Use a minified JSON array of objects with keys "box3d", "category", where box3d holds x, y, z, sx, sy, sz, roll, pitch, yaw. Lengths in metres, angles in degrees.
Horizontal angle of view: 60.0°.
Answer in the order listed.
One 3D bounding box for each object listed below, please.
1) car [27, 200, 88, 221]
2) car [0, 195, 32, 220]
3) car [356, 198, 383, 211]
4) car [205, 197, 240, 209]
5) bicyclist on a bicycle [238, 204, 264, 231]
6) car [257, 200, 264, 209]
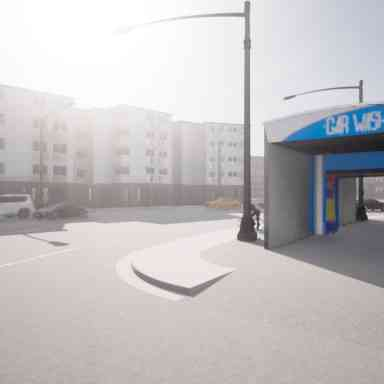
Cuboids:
[{"box3d":[-10.597,1.564,26.928,1.994,1.385,4.181,0,0,37],"category":"car"},{"box3d":[-15.359,1.223,26.305,2.150,2.045,5.566,0,0,33],"category":"car"},{"box3d":[21.028,1.505,39.618,4.892,1.490,1.837,0,0,-18],"category":"car"},{"box3d":[4.059,1.477,44.258,5.008,1.535,1.882,0,0,-28],"category":"car"},{"box3d":[3.224,1.301,18.277,1.656,1.620,0.582,0,0,38],"category":"bicyclist on a bicycle"},{"box3d":[10.738,1.351,43.588,4.553,1.767,2.097,0,0,-22],"category":"car"}]
